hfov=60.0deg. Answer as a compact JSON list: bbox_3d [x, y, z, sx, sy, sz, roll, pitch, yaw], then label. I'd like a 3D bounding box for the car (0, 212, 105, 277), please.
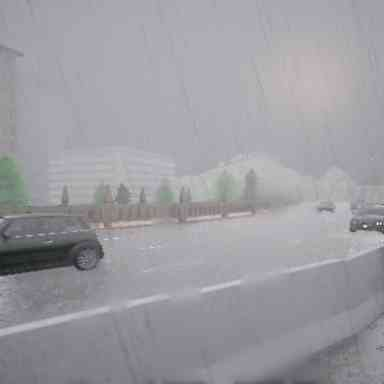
[{"bbox_3d":[-4.908,1.412,9.381,4.553,1.767,2.097,0,0,-38],"label":"car"}]

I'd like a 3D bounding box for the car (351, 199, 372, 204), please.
[{"bbox_3d":[21.108,1.686,41.998,2.128,1.511,4.902,-1,-1,25],"label":"car"}]

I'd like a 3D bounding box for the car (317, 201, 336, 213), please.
[{"bbox_3d":[16.126,1.754,39.755,2.033,1.411,5.357,-1,-1,28],"label":"car"}]

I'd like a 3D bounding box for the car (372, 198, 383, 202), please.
[{"bbox_3d":[30.774,1.783,55.558,2.033,1.411,5.357,-1,0,23],"label":"car"}]

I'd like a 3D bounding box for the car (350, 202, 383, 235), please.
[{"bbox_3d":[10.757,1.578,19.525,1.837,1.490,4.892,0,0,40],"label":"car"}]
